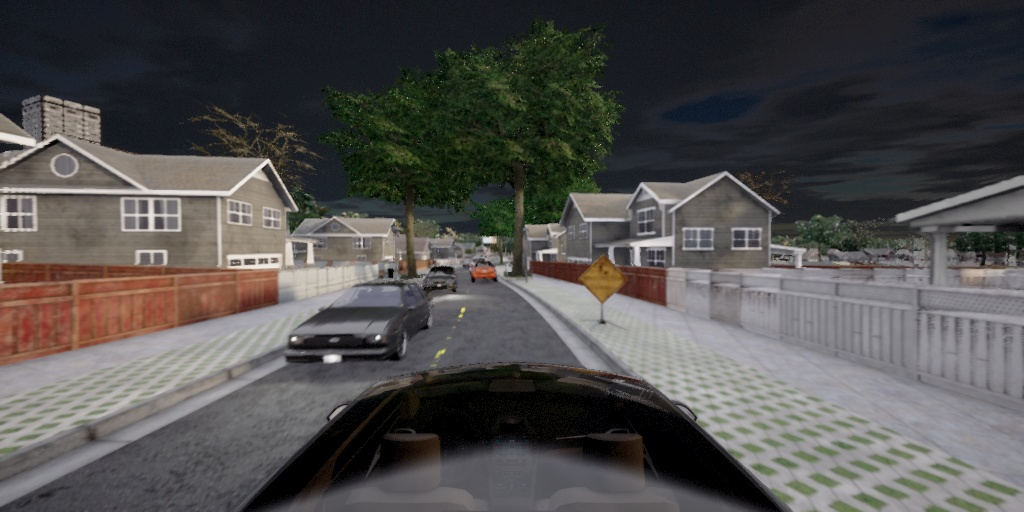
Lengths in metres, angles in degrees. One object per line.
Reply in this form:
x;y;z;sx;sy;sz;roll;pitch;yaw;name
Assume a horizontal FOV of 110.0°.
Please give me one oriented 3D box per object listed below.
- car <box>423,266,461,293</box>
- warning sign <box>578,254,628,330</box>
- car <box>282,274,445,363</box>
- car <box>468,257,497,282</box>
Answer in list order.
-4.199;1.345;21.669;1.837;1.490;4.892;0;0;-7;car
2.332;0.881;9.323;1.300;1.860;1.060;0;0;-3;warning sign
-3.106;1.336;8.622;2.033;1.411;5.357;0;0;-3;car
-2.458;1.208;30.865;2.097;1.767;4.553;0;0;-7;car
